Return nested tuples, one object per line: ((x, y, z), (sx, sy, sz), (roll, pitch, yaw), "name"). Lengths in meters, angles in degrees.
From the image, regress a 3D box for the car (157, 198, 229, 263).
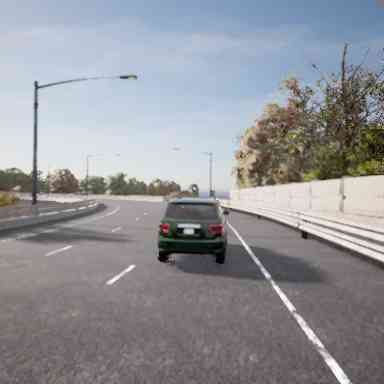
((0.176, 1.243, 12.320), (2.150, 2.045, 5.566), (1, 0, 6), "car")

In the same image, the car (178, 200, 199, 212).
((-0.465, 1.658, 41.184), (1.895, 1.301, 4.718), (1, 0, -9), "car")
